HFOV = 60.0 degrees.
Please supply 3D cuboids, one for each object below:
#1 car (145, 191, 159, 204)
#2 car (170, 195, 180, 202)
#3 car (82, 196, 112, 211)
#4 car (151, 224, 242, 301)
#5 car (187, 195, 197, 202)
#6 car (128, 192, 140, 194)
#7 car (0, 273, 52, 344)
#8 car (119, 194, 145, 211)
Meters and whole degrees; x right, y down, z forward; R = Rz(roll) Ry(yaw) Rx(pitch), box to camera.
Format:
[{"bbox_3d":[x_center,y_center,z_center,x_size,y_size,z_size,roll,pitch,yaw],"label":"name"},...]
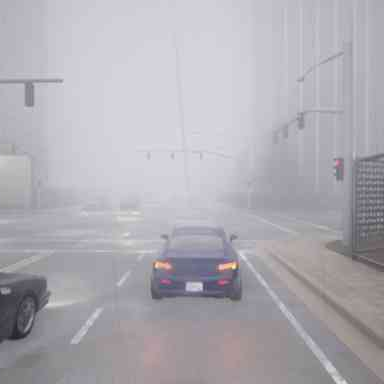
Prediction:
[{"bbox_3d":[-7.024,1.059,58.309,2.150,2.045,5.566,0,0,1],"label":"car"},{"bbox_3d":[-3.480,1.357,66.914,2.033,1.411,5.357,0,0,0],"label":"car"},{"bbox_3d":[-10.804,1.243,38.067,2.097,1.767,4.553,0,0,4],"label":"car"},{"bbox_3d":[0.160,1.502,8.182,1.812,1.442,4.674,0,0,3],"label":"car"},{"bbox_3d":[0.020,1.357,66.913,2.033,1.411,5.357,0,0,0],"label":"car"},{"bbox_3d":[-10.520,1.053,59.771,2.150,2.045,5.566,0,0,1],"label":"car"},{"bbox_3d":[-3.443,1.537,3.463,2.033,1.411,5.357,0,0,1],"label":"car"},{"bbox_3d":[-7.079,1.368,38.465,1.882,1.535,5.008,0,0,0],"label":"car"}]
